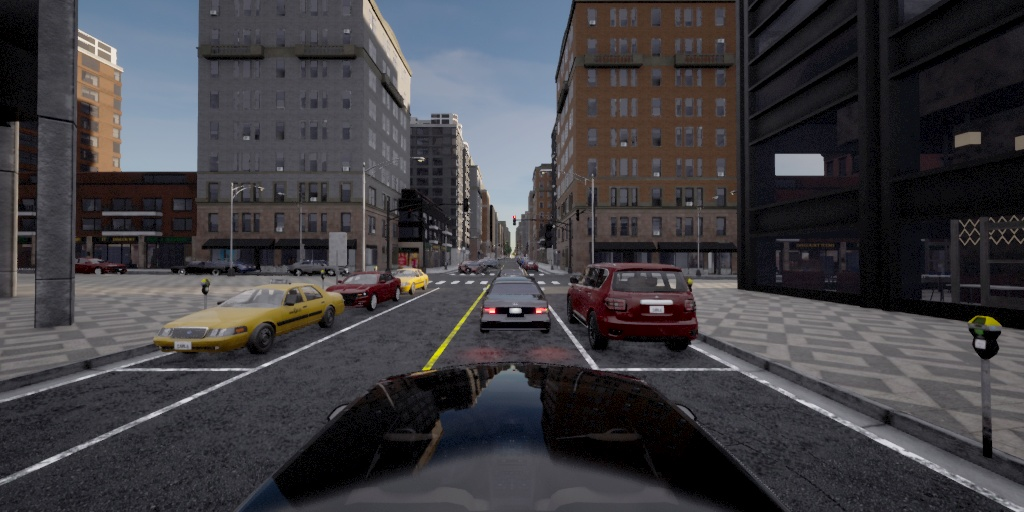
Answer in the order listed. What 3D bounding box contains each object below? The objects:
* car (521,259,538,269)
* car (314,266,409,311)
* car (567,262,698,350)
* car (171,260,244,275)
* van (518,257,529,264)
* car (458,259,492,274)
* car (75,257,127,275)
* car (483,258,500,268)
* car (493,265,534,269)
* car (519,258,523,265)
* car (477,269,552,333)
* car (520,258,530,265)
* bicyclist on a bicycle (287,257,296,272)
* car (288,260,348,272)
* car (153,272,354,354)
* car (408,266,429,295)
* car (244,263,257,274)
[{"bbox_3d":[2.542,1.343,47.254,1.802,1.307,4.207,0,0,0],"label":"car"},{"bbox_3d":[-5.893,1.298,14.595,1.888,1.381,4.507,0,0,0],"label":"car"},{"bbox_3d":[2.649,1.066,8.986,2.192,1.841,5.009,0,0,0],"label":"car"},{"bbox_3d":[-26.740,1.112,31.403,4.718,1.301,1.895,1,-1,0],"label":"car"},{"bbox_3d":[2.494,1.108,64.274,1.690,1.789,3.998,0,0,0],"label":"van"},{"bbox_3d":[-4.131,1.322,39.948,1.994,1.385,4.181,0,0,15],"label":"car"},{"bbox_3d":[-36.835,0.897,31.446,5.008,1.535,1.882,1,-1,0],"label":"car"},{"bbox_3d":[-3.243,1.327,54.544,1.994,1.385,4.181,0,0,0],"label":"car"},{"bbox_3d":[0.018,1.355,20.444,1.895,1.301,4.718,0,0,0],"label":"car"},{"bbox_3d":[2.510,1.346,58.601,1.802,1.307,4.207,0,0,0],"label":"car"},{"bbox_3d":[0.067,1.299,10.717,2.033,1.411,5.357,0,0,0],"label":"car"},{"bbox_3d":[2.526,1.344,52.927,1.802,1.307,4.207,0,0,0],"label":"car"},{"bbox_3d":[-23.113,0.909,37.632,0.582,1.620,1.656,0,0,0],"label":"bicyclist on a bicycle"},{"bbox_3d":[-16.843,1.092,31.371,4.902,1.511,2.128,1,-1,0],"label":"car"},{"bbox_3d":[-5.876,1.277,8.801,1.751,1.417,4.829,0,0,0],"label":"car"},{"bbox_3d":[-5.908,1.279,20.050,1.751,1.417,4.829,0,0,0],"label":"car"},{"bbox_3d":[-27.790,1.082,34.593,5.357,1.411,2.033,1,-1,0],"label":"car"}]
